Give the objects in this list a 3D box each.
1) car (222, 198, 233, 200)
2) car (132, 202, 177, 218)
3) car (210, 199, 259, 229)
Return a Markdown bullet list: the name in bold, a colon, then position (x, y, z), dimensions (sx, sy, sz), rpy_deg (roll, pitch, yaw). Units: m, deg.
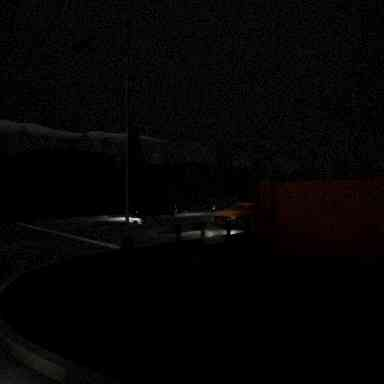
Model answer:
- **car**: position (4.090, 1.491, 37.531), dimensions (4.902, 1.511, 2.128), rpy_deg (0, 0, -44)
- **car**: position (-3.368, 1.564, 30.231), dimensions (4.181, 1.385, 1.994), rpy_deg (0, 0, -44)
- **car**: position (3.443, 1.478, 22.206), dimensions (5.008, 1.535, 1.882), rpy_deg (0, 0, -44)
